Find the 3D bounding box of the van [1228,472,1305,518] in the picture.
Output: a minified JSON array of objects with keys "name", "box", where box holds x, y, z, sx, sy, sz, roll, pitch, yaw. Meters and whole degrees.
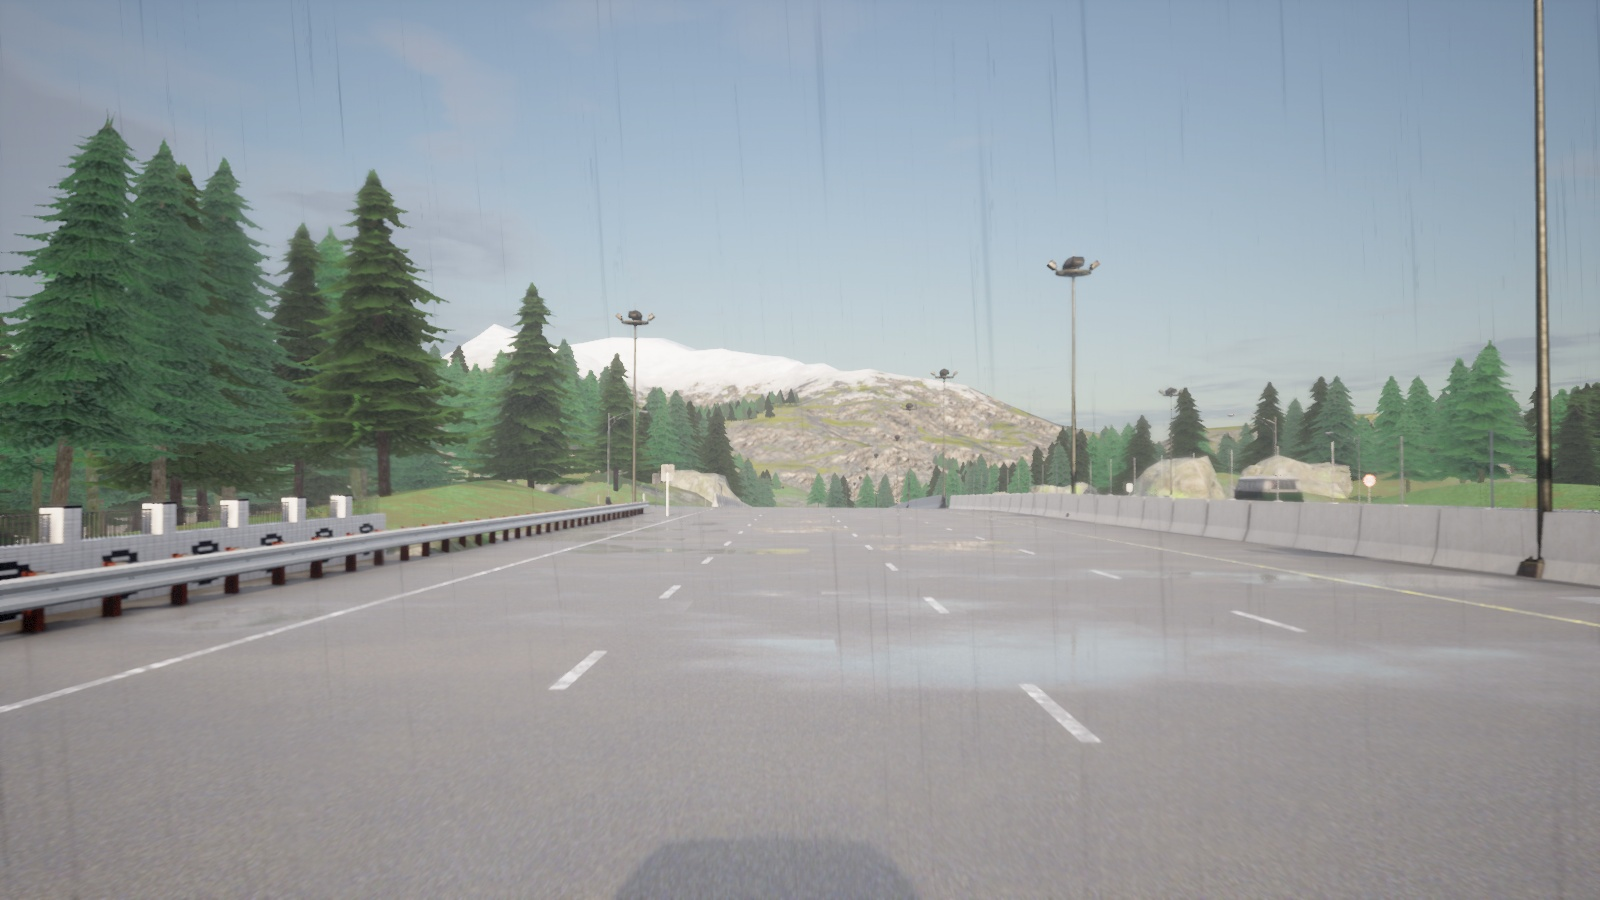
[{"name":"van","box":[20.864,1.994,56.391,1.775,1.987,4.442,0,-2,0]}]
